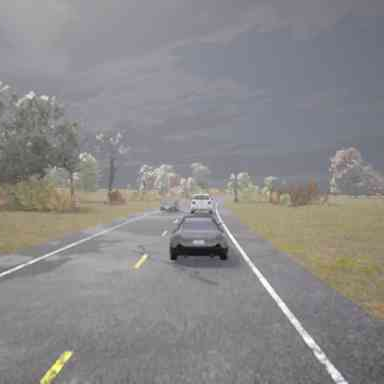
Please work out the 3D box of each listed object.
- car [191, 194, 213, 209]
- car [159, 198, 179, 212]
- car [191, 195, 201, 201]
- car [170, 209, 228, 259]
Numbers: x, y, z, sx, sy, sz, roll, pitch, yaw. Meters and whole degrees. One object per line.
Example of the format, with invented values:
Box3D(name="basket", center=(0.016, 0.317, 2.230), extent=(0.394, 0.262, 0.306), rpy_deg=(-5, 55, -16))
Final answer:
Box3D(name="car", center=(1.081, 1.226, 35.735), extent=(2.150, 2.045, 5.566), rpy_deg=(0, 0, 3))
Box3D(name="car", center=(-2.506, 1.494, 37.743), extent=(2.128, 1.511, 4.902), rpy_deg=(0, 0, 3))
Box3D(name="car", center=(1.012, 1.356, 78.693), extent=(1.895, 1.301, 4.718), rpy_deg=(0, 0, 6))
Box3D(name="car", center=(0.256, 1.567, 12.617), extent=(1.994, 1.385, 4.181), rpy_deg=(0, 0, 1))
